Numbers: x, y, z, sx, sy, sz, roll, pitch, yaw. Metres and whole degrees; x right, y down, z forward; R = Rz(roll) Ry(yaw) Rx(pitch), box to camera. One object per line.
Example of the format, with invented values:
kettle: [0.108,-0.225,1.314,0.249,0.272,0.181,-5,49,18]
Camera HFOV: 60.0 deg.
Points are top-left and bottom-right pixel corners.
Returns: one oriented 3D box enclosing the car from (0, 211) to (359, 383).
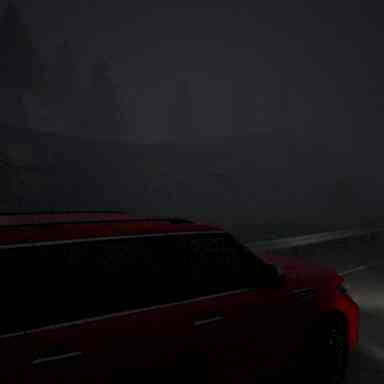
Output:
car: [-0.570,1.226,3.410,5.566,2.045,2.150,0,0,-36]
